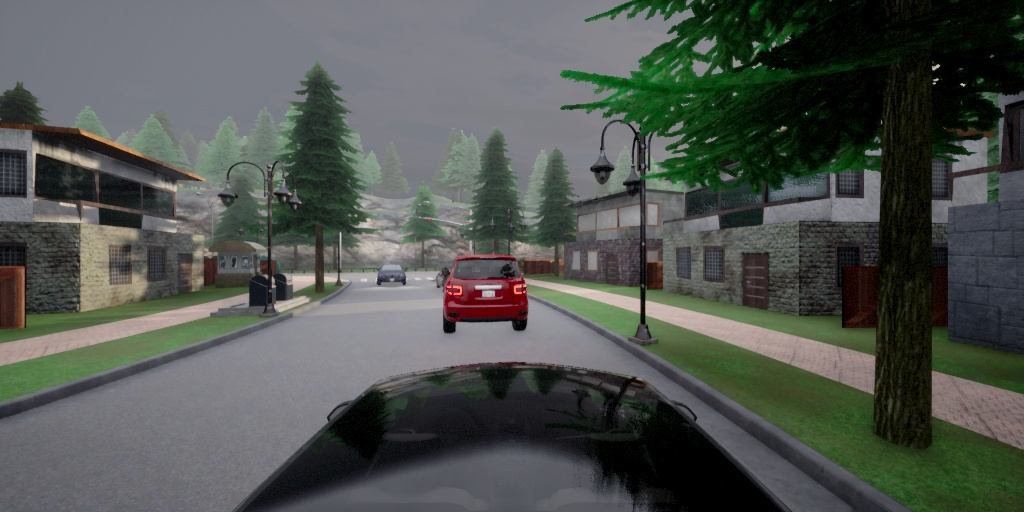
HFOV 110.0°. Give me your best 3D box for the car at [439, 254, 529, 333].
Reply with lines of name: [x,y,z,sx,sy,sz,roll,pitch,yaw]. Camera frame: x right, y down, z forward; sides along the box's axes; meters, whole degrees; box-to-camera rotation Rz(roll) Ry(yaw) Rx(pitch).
car: [-0.947,0.971,10.987,2.150,2.045,5.566,0,0,-9]

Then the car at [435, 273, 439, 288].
car: [-3.359,1.297,21.172,2.033,1.411,5.357,0,0,-18]

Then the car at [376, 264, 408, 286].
car: [-8.578,1.276,25.529,1.812,1.442,4.674,0,0,-19]
